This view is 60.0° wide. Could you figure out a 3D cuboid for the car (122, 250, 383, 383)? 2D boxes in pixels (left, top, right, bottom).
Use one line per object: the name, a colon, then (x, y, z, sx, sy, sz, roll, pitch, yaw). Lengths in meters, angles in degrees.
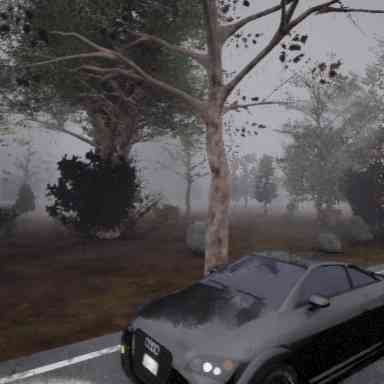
car: (1.199, 1.564, 4.540, 4.181, 1.385, 1.994, 0, 0, -35)
